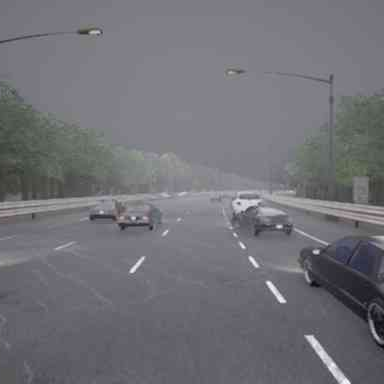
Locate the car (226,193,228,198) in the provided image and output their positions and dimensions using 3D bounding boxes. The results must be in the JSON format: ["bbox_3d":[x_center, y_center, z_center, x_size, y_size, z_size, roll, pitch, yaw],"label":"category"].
[{"bbox_3d":[8.085,0.920,79.687,1.895,1.301,4.718,0,0,12],"label":"car"}]

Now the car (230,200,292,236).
[{"bbox_3d":[3.607,1.371,17.344,1.812,1.442,4.674,0,1,-9],"label":"car"}]

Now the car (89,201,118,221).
[{"bbox_3d":[-6.063,1.337,24.726,1.994,1.385,4.181,0,0,3],"label":"car"}]

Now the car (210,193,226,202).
[{"bbox_3d":[4.337,0.992,58.851,2.128,1.511,4.902,0,0,9],"label":"car"}]

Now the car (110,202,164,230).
[{"bbox_3d":[-2.873,1.368,19.492,2.033,1.411,5.357,0,0,3],"label":"car"}]

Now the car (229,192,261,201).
[{"bbox_3d":[4.496,0.981,27.399,2.150,2.045,5.566,0,0,4],"label":"car"}]

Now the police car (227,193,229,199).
[{"bbox_3d":[5.388,1.176,38.008,2.038,1.542,4.974,0,0,6],"label":"police car"}]

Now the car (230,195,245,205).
[{"bbox_3d":[6.565,1.131,48.618,2.033,1.411,5.357,0,0,7],"label":"car"}]

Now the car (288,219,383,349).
[{"bbox_3d":[3.552,1.495,6.045,2.033,1.411,5.357,0,1,1],"label":"car"}]
